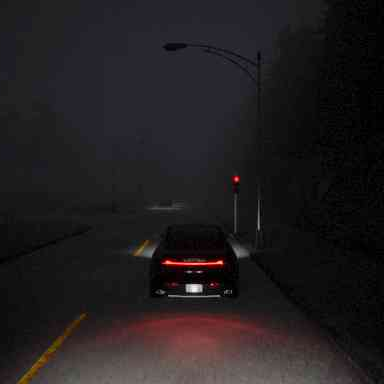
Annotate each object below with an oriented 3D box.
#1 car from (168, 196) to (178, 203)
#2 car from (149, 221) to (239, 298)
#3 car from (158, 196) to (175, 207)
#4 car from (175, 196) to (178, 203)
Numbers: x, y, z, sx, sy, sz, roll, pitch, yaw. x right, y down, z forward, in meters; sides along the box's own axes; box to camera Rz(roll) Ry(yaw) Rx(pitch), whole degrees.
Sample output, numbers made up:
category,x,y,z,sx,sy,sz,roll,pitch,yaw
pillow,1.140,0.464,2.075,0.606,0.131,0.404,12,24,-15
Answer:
category,x,y,z,sx,sy,sz,roll,pitch,yaw
car,-3.994,1.522,70.755,1.812,1.442,4.674,0,0,0
car,0.059,1.505,8.481,1.837,1.490,4.892,0,0,0
car,-4.090,1.477,51.207,1.882,1.535,5.008,0,0,0
car,-4.066,1.477,60.553,1.882,1.535,5.008,0,0,0
